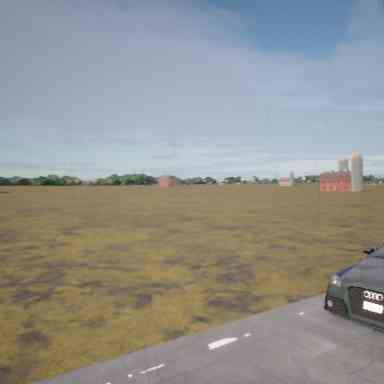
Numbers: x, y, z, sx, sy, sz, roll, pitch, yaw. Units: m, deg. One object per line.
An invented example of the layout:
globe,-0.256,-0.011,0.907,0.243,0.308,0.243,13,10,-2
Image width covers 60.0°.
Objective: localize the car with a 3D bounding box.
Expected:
car,4.350,1.558,6.173,4.181,1.385,1.994,0,0,-36
